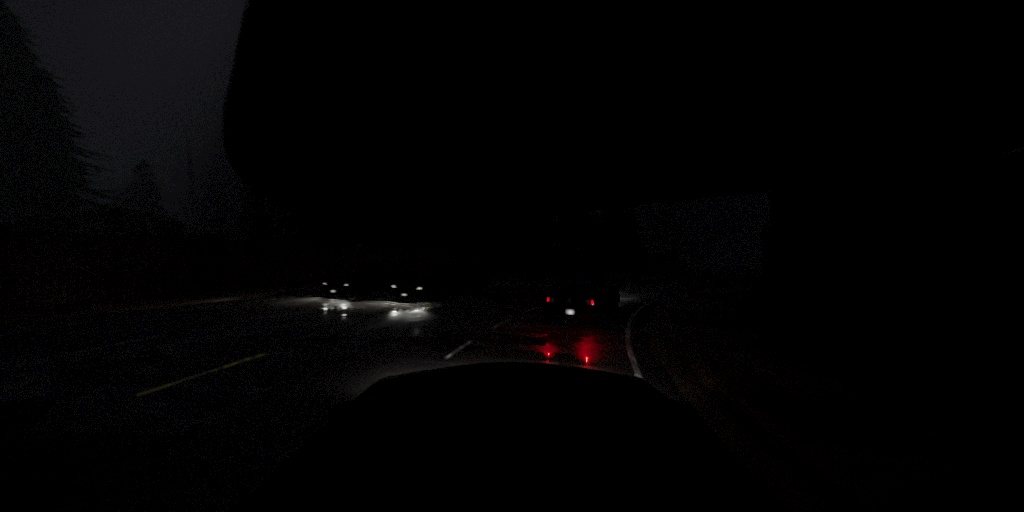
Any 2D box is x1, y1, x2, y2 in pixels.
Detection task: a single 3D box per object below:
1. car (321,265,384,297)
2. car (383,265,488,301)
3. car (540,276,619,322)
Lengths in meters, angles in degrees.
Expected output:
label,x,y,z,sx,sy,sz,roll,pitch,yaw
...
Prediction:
label,x,y,z,sx,sy,sz,roll,pitch,yaw
car,-6.557,1.142,17.868,2.033,1.411,5.357,1,0,26
car,-3.162,1.197,16.912,2.033,1.411,5.357,1,0,27
car,2.566,1.351,12.517,1.895,1.301,4.718,1,0,23
